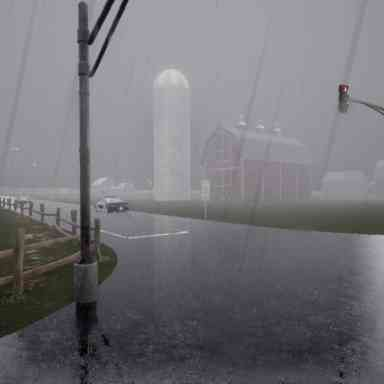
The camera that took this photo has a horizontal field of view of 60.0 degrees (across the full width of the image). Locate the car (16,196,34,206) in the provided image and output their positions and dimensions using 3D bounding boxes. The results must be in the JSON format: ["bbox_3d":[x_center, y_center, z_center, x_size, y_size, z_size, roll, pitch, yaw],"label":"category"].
[{"bbox_3d":[-24.915,1.233,49.496,2.033,1.411,5.357,-1,1,-35],"label":"car"}]

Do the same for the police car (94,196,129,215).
[{"bbox_3d":[-7.768,1.222,31.443,1.930,1.638,5.238,-1,1,-35],"label":"police car"}]
